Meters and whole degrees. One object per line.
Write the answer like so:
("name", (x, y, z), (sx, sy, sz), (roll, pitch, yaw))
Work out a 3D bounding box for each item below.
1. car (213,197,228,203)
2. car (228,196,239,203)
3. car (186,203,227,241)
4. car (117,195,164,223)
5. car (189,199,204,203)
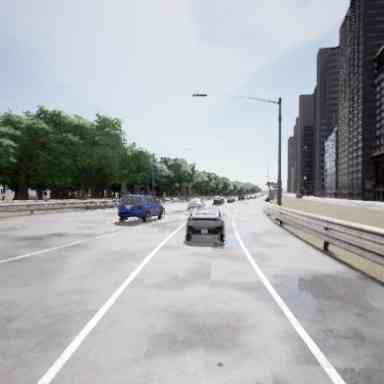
("car", (5.314, 1.843, 65.194), (1.837, 1.490, 4.892), (0, 0, 14))
("car", (10.111, 2.051, 85.164), (1.994, 1.385, 4.181), (0, 0, 13))
("car", (0.756, 1.550, 17.284), (2.128, 1.511, 4.902), (0, 0, 4))
("car", (-3.980, 1.270, 26.670), (2.150, 2.045, 5.566), (1, 0, 14))
("car", (0.617, 1.719, 45.745), (1.812, 1.442, 4.674), (0, 0, 14))
